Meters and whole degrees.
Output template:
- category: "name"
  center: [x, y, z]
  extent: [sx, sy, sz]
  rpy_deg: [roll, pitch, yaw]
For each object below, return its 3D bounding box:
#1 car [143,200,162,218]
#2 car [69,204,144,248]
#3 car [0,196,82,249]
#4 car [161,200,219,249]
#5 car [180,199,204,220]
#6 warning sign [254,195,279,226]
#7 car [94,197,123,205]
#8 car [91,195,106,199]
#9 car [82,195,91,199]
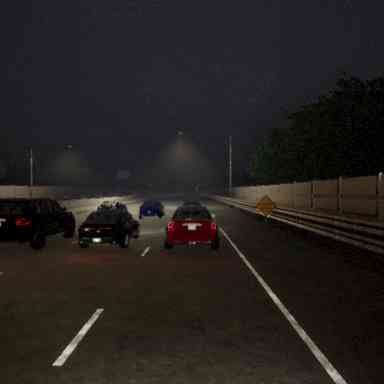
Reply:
- category: "car"
  center: [-3.500, 1.479, 29.651]
  extent: [1.882, 1.535, 5.008]
  rpy_deg: [0, 0, 0]
- category: "car"
  center: [-3.500, 1.516, 14.651]
  extent: [1.837, 1.490, 4.892]
  rpy_deg: [0, 0, 0]
- category: "car"
  center: [-7.000, 1.257, 14.681]
  extent: [2.150, 2.045, 5.566]
  rpy_deg: [0, 0, 0]
- category: "car"
  center: [0.000, 1.366, 14.620]
  extent: [2.097, 1.767, 4.553]
  rpy_deg: [0, 0, 0]
- category: "car"
  center: [0.000, 1.479, 29.651]
  extent: [1.882, 1.535, 5.008]
  rpy_deg: [0, 0, 0]
- category: "warning sign"
  center: [4.539, 1.113, 20.382]
  extent: [1.300, 1.860, 1.060]
  rpy_deg: [-1, -1, 0]
- category: "car"
  center: [-7.000, 1.489, 29.651]
  extent: [2.128, 1.511, 4.902]
  rpy_deg: [0, 0, 0]
- category: "car"
  center: [-21.000, 1.422, 76.724]
  extent: [2.033, 1.411, 5.357]
  rpy_deg: [0, 0, 0]
- category: "car"
  center: [-24.500, 1.407, 76.724]
  extent: [1.812, 1.442, 4.674]
  rpy_deg: [0, 0, 0]
